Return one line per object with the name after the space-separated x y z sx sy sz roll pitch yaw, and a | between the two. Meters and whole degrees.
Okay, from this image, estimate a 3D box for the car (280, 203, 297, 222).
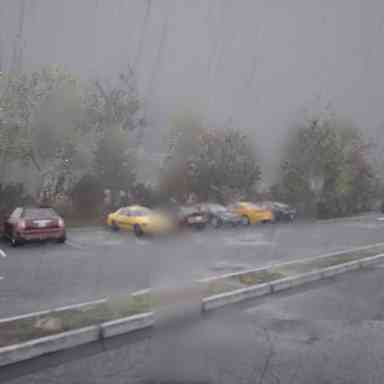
5.692 1.475 25.629 2.231 1.521 4.892 0 0 -36 | car

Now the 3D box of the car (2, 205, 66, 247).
-7.602 1.405 15.819 2.185 1.767 4.553 0 0 -36 | car

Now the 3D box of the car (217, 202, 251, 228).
1.248 1.505 22.376 2.231 1.521 4.892 0 0 -36 | car

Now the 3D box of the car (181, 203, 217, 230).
-0.981 1.547 20.764 2.163 1.488 4.792 0 0 -36 | car

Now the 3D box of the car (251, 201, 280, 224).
3.472 1.490 23.998 2.097 1.535 5.008 0 0 -36 | car

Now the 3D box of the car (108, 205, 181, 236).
-3.078 1.521 18.956 1.946 1.575 5.366 0 0 -36 | car
